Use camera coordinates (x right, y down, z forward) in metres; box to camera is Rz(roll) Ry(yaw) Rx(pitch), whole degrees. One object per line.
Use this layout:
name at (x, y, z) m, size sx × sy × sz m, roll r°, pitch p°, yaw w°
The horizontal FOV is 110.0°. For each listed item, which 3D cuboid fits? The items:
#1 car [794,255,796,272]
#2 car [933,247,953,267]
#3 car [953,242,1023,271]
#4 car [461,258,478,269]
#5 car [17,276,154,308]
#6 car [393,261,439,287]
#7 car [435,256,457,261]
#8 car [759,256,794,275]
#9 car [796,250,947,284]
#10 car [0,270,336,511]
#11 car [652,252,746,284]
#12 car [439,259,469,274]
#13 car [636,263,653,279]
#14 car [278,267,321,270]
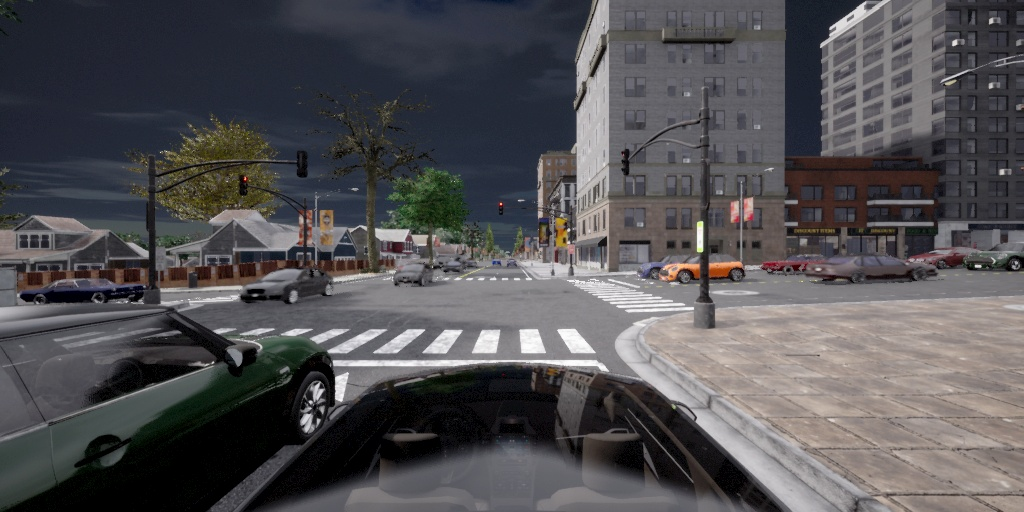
car at (20.339, 0.584, 21.712) m, size 4.718 × 1.301 × 1.895 m, roll -2°, pitch 0°, yaw 0°
car at (30.410, 0.121, 24.992) m, size 4.674 × 1.442 × 1.812 m, roll -2°, pitch 0°, yaw 0°
car at (30.494, -0.046, 21.745) m, size 4.553 × 1.767 × 2.097 m, roll -2°, pitch 0°, yaw 0°
car at (-6.652, 1.376, 58.556) m, size 1.994 × 1.385 × 4.181 m, roll 0°, pitch 0°, yaw 0°
car at (-21.634, 1.807, 18.325) m, size 4.718 × 1.301 × 1.895 m, roll -2°, pitch 0°, yaw 0°
car at (-6.626, 1.266, 24.645) m, size 1.837 × 1.490 × 4.892 m, roll 0°, pitch 0°, yaw 0°
car at (-9.908, 1.017, 52.664) m, size 2.150 × 2.045 × 5.566 m, roll 0°, pitch 0°, yaw 0°
car at (20.099, 0.583, 24.961) m, size 4.718 × 1.301 × 1.895 m, roll -2°, pitch 0°, yaw 0°
car at (18.097, 0.627, 18.256) m, size 5.357 × 1.411 × 2.033 m, roll -2°, pitch 0°, yaw 0°
car at (-3.151, 1.102, 2.446) m, size 2.097 × 1.767 × 4.553 m, roll 0°, pitch 0°, yaw 0°
car at (11.355, 0.680, 21.678) m, size 4.553 × 1.767 × 2.097 m, roll -2°, pitch 0°, yaw 0°
car at (-6.648, 1.320, 41.506) m, size 2.033 × 1.411 × 5.357 m, roll 0°, pitch 0°, yaw 0°
car at (11.102, 0.679, 24.998) m, size 4.553 × 1.767 × 2.097 m, roll -2°, pitch 0°, yaw 2°
car at (-9.894, 1.287, 16.225) m, size 1.837 × 1.490 × 4.892 m, roll -1°, pitch -1°, yaw 0°
